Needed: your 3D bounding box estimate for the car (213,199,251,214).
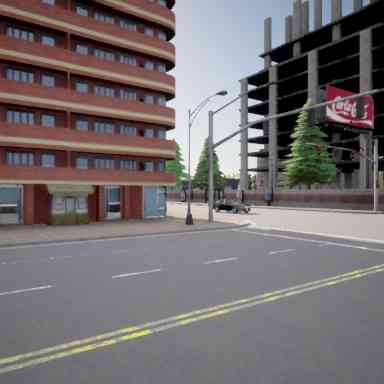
[{"bbox_3d":[4.209,1.491,35.904,2.128,1.511,4.902,0,0,-35],"label":"car"}]
